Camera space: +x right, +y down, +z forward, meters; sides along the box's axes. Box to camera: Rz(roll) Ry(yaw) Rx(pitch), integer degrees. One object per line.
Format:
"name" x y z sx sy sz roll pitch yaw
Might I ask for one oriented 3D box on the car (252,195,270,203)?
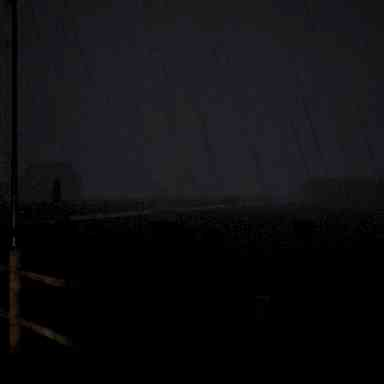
"car" 12.111 1.242 58.608 1.812 1.442 4.674 -1 0 35

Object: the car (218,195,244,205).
"car" 6.541 1.314 55.360 2.033 1.411 5.357 -1 0 35

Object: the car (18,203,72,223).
"car" -11.140 1.469 24.798 1.994 1.385 4.181 -1 0 35

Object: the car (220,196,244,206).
"car" 6.318 1.294 50.093 1.812 1.442 4.674 -1 0 35
